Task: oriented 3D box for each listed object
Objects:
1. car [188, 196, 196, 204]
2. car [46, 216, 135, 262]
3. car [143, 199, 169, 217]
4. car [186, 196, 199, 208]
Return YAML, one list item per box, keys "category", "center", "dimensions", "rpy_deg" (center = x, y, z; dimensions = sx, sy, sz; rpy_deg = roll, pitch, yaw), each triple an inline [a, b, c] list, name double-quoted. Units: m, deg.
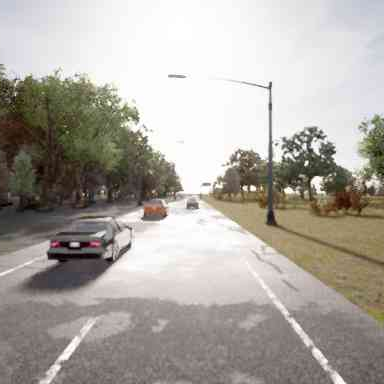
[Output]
- category: "car"
  center: [-0.025, 1.730, 72.902]
  dimensions: [1.837, 1.490, 4.892]
  rpy_deg: [0, 0, 0]
- category: "car"
  center: [-3.407, 1.585, 12.173]
  dimensions: [2.033, 1.411, 5.357]
  rpy_deg: [0, 0, 0]
- category: "car"
  center: [-3.412, 1.451, 32.251]
  dimensions: [2.097, 1.767, 4.553]
  rpy_deg: [0, 0, 0]
- category: "car"
  center: [0.079, 1.702, 49.903]
  dimensions: [2.033, 1.411, 5.357]
  rpy_deg: [0, 0, 0]
